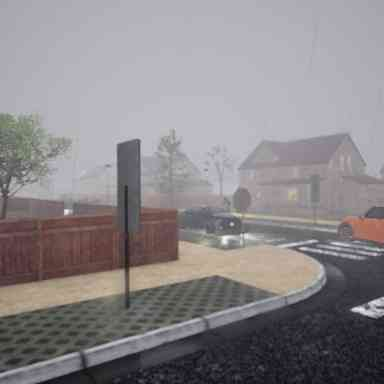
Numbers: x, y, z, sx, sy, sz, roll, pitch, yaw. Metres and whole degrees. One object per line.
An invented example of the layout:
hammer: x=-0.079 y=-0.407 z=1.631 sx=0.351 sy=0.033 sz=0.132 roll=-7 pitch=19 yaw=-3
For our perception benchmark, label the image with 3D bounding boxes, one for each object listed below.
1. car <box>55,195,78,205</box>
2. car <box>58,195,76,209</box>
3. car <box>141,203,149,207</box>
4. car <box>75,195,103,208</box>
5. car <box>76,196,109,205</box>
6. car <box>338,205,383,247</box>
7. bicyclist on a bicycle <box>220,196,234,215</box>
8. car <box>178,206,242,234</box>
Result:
car: x=-19.732 y=1.214 z=52.276 sx=2.128 sy=1.511 sz=4.902 roll=-1 pitch=0 yaw=-36
car: x=-15.638 y=1.382 z=41.776 sx=1.895 sy=1.301 sz=4.718 roll=-1 pitch=1 yaw=-35
car: x=-4.232 y=1.462 z=25.846 sx=1.895 sy=1.301 sz=4.718 roll=-1 pitch=1 yaw=-36
car: x=-13.691 y=1.248 z=43.948 sx=2.128 sy=1.511 sz=4.902 roll=-1 pitch=1 yaw=-35
car: x=-9.759 y=1.384 z=33.548 sx=1.994 sy=1.385 sz=4.181 roll=-1 pitch=1 yaw=-35
car: x=7.772 y=1.281 z=12.969 sx=2.097 sy=1.767 sz=4.553 roll=-1 pitch=1 yaw=-10
bicyclist on a bicycle: x=2.679 y=1.134 z=26.263 sx=1.656 sy=1.620 sz=0.582 roll=-1 pitch=1 yaw=-36
car: x=0.900 y=1.466 z=18.707 sx=1.994 sy=1.385 sz=4.181 roll=-1 pitch=1 yaw=-36
